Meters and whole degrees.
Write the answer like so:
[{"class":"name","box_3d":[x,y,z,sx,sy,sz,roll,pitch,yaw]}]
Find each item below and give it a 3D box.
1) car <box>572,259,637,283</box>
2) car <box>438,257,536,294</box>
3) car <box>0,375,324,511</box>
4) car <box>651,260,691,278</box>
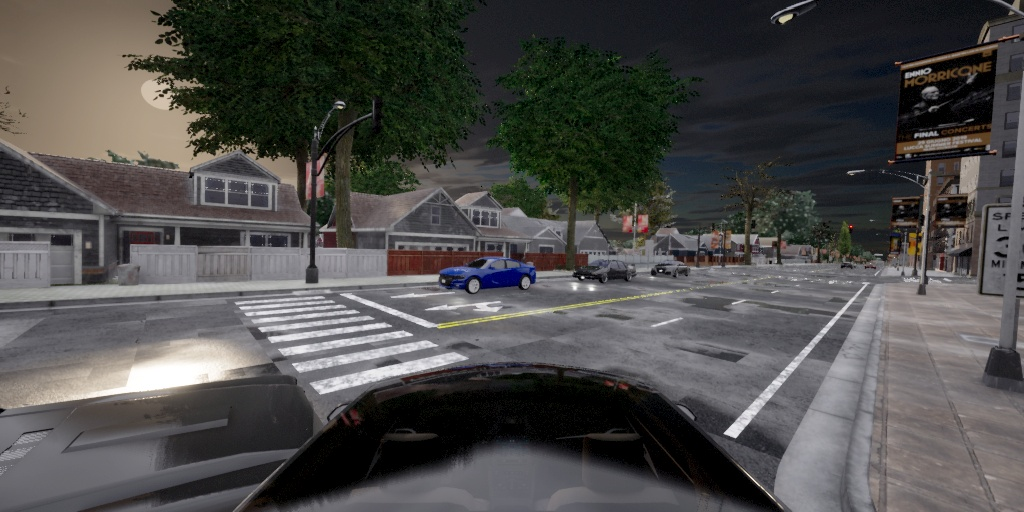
[{"class":"car","box_3d":[6.201,0.930,23.421,5.357,1.411,2.033,1,2,-44]},{"class":"car","box_3d":[-1.013,0.787,16.552,5.008,1.535,1.882,1,2,-44]},{"class":"car","box_3d":[-3.316,1.277,1.382,4.718,1.301,1.895,1,2,-34]},{"class":"car","box_3d":[13.446,1.023,30.292,4.181,1.385,1.994,1,2,-44]}]
